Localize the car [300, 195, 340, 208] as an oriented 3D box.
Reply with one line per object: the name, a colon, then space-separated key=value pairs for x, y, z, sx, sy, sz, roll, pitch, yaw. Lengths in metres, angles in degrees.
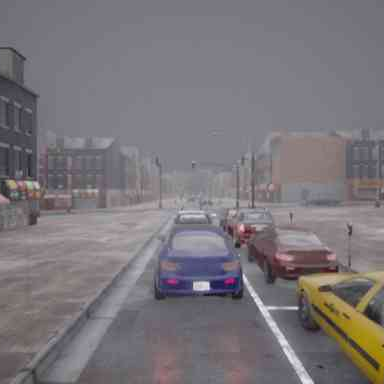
car: x=15.629 y=1.123 z=40.796 sx=4.674 sy=1.442 sz=1.812 roll=-2 pitch=0 yaw=0

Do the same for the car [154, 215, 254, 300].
car: x=0.089 y=1.531 z=8.293 sx=1.812 sy=1.442 sz=4.674 roll=0 pitch=0 yaw=-2

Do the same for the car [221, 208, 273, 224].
car: x=2.606 y=1.453 z=14.791 sx=1.967 sy=1.590 sz=4.097 roll=0 pitch=0 yaw=0

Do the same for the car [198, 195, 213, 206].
car: x=2.519 y=1.595 z=57.600 sx=1.967 sy=1.590 sz=4.097 roll=-1 pitch=0 yaw=0

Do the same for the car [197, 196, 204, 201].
car: x=2.444 y=1.903 z=95.586 sx=1.752 sy=1.417 sz=4.829 roll=-1 pitch=0 yaw=0

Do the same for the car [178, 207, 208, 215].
car: x=0.056 y=1.615 z=15.754 sx=1.895 sy=1.301 sz=4.718 roll=0 pitch=0 yaw=0

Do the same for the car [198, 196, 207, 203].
car: x=2.476 y=1.713 z=79.209 sx=1.967 sy=1.590 sz=4.097 roll=-1 pitch=0 yaw=0

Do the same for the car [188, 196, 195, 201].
car: x=-0.180 y=1.717 z=93.071 sx=1.812 sy=1.442 sz=4.674 roll=0 pitch=0 yaw=0

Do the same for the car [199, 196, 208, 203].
car: x=2.487 y=1.681 z=73.807 sx=1.967 sy=1.590 sz=4.097 roll=-1 pitch=0 yaw=0

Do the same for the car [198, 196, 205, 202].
car: x=2.455 y=1.867 z=90.183 sx=1.752 sy=1.417 sz=4.829 roll=-1 pitch=0 yaw=0

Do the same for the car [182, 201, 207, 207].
car: x=-0.023 y=1.635 z=25.845 sx=1.895 sy=1.301 sz=4.718 roll=0 pitch=0 yaw=0

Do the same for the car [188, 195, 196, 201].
car: x=-0.160 y=1.785 z=82.651 sx=1.837 sy=1.490 sz=4.892 roll=0 pitch=0 yaw=0

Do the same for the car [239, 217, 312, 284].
car: x=2.617 y=1.588 z=9.324 sx=1.802 sy=1.307 sz=4.206 roll=0 pitch=0 yaw=0

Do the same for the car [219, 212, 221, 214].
car: x=2.596 y=1.604 z=20.257 sx=1.802 sy=1.307 sz=4.206 roll=0 pitch=0 yaw=0

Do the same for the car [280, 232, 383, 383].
car: x=2.628 y=1.528 z=4.027 sx=1.752 sy=1.417 sz=4.829 roll=0 pitch=0 yaw=0
